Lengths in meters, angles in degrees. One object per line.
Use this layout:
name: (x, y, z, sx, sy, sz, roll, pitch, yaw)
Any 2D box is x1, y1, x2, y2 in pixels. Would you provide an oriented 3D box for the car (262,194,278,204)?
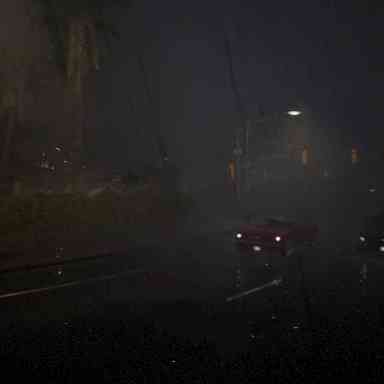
car: (16.590, 1.696, 70.732, 2.097, 1.535, 5.008, 0, 0, 12)

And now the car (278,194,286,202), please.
car: (22.559, 1.470, 84.243, 2.150, 2.045, 5.566, 0, 0, 13)

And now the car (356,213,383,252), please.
car: (8.014, 1.571, 13.656, 2.033, 1.411, 5.357, 0, 0, 32)

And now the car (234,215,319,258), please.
car: (3.514, 1.641, 13.265, 1.895, 1.301, 4.718, 0, 0, 35)

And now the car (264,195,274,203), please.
car: (17.846, 1.590, 77.036, 2.185, 1.767, 4.553, 0, 0, 12)

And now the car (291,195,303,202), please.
car: (25.975, 1.752, 83.475, 1.812, 1.442, 4.674, 0, 0, 13)
